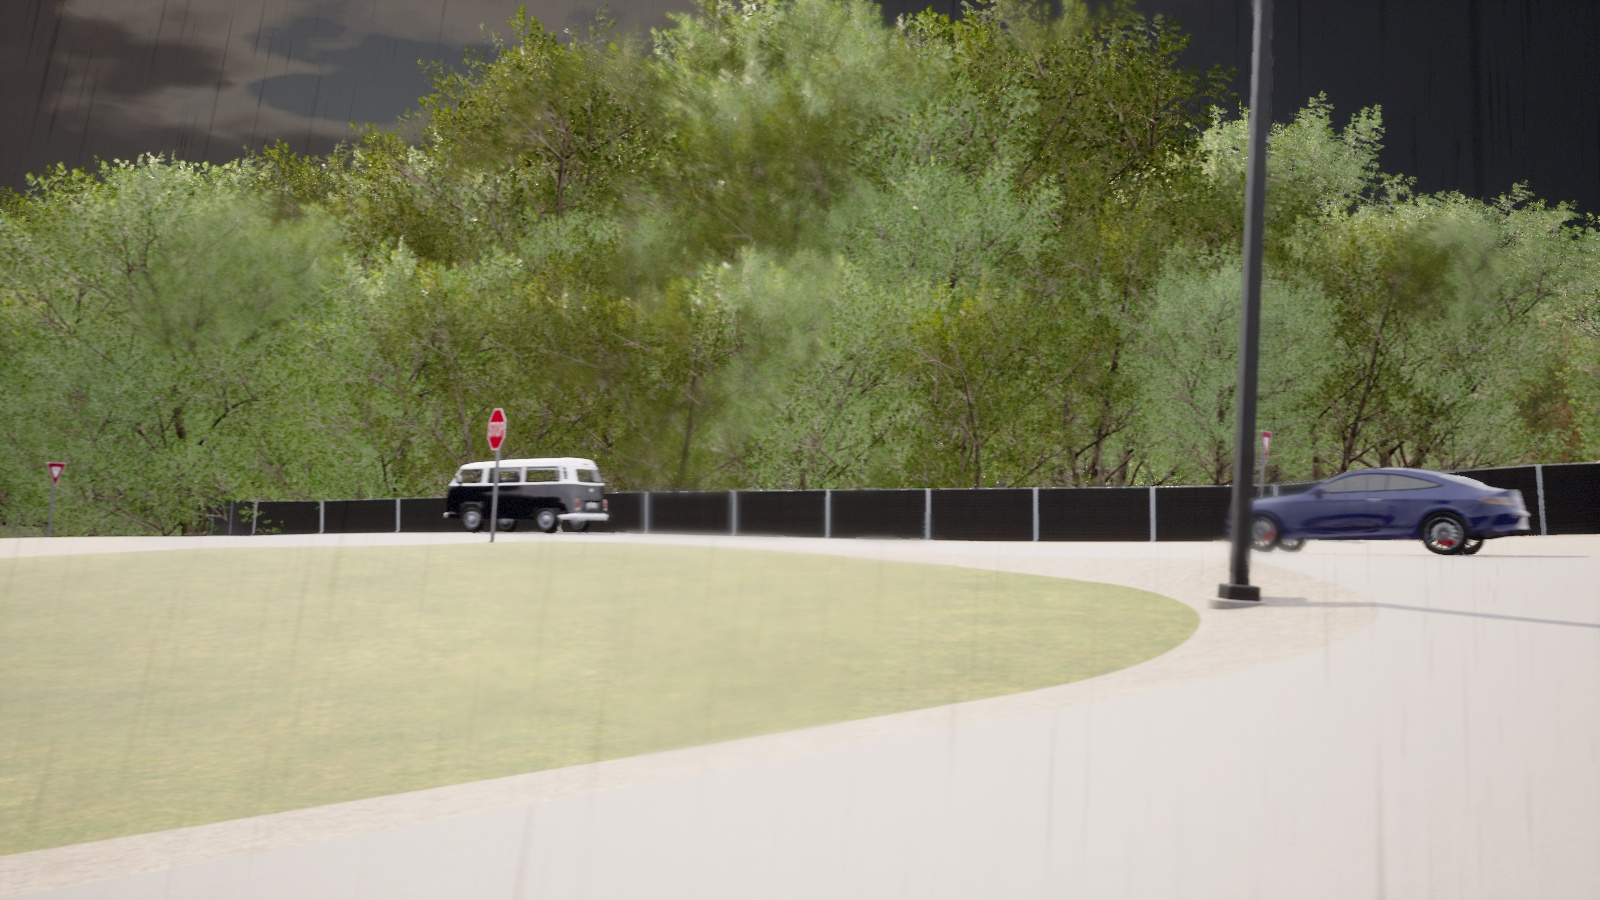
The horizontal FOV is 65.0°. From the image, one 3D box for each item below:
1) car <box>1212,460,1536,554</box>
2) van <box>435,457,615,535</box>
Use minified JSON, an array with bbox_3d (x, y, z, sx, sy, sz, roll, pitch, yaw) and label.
[{"bbox_3d":[9.633,1.008,21.277,4.674,1.442,1.812,-3,-5,37],"label":"car"},{"bbox_3d":[-7.571,1.308,34.611,4.480,2.038,2.069,-2,-4,24],"label":"van"}]
